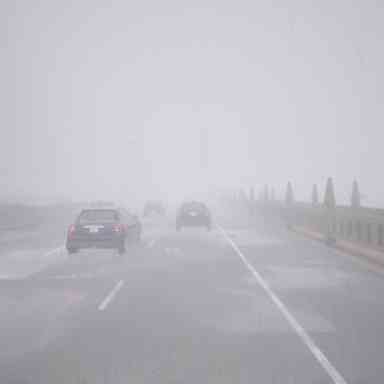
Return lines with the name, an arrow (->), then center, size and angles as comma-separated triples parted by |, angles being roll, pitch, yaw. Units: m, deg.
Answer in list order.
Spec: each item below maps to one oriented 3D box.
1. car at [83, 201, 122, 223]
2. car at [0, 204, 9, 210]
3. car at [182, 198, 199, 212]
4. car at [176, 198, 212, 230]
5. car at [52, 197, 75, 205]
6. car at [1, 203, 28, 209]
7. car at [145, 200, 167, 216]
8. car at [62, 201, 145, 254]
car -> -6.941, 1.504, 26.311 | 1.837, 1.490, 4.892 | 0, 0, -1
car -> -6.900, 1.352, 8.203 | 2.097, 1.767, 4.553 | 0, 0, 0
car -> -0.206, 1.475, 39.078 | 1.882, 1.535, 5.008 | 0, 0, -2
car -> 0.092, 1.351, 21.222 | 2.097, 1.767, 4.553 | 0, 0, 0
car -> -18.025, 1.506, 46.846 | 1.837, 1.490, 4.892 | 0, -1, -1
car -> -14.113, 1.547, 25.663 | 2.033, 1.411, 5.357 | 0, 0, 0
car -> -3.525, 1.503, 31.852 | 1.837, 1.490, 4.892 | 0, 0, -1
car -> -3.400, 1.351, 13.674 | 2.097, 1.767, 4.553 | 0, 0, 0
